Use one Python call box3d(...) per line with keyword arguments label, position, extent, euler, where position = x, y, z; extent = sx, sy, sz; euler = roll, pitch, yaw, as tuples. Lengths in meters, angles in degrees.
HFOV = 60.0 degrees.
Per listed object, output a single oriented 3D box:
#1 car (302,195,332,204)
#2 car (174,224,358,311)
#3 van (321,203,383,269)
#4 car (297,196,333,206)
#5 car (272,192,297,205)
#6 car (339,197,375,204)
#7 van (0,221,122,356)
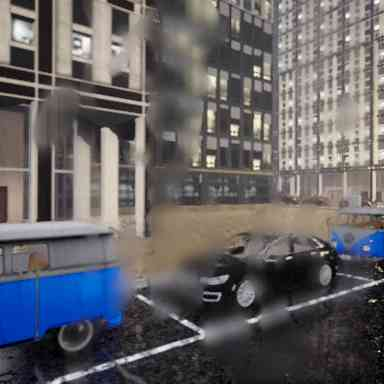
box3d(label="car", position=(20.132, 1.249, 53.688), extent=(1.802, 1.307, 4.206), euler=(2, 0, -36))
box3d(label="car", position=(1.651, 1.582, 7.739), extent=(4.403, 1.369, 2.008), euler=(0, 0, -36))
box3d(label="van", position=(6.250, 1.403, 11.020), extent=(3.998, 1.788, 1.690), euler=(0, 0, -36))
box3d(label="car", position=(16.604, 1.322, 44.225), extent=(1.802, 1.307, 4.206), euler=(2, 0, -36))
box3d(label="car", position=(13.365, 0.948, 48.756), extent=(2.192, 1.841, 5.009), euler=(2, 0, -36))
box3d(label="car", position=(19.856, 1.288, 39.694), extent=(1.967, 1.590, 4.097), euler=(2, 0, -36))
box3d(label="van", position=(-2.947, 1.342, 4.459), extent=(3.998, 1.788, 1.690), euler=(0, 0, -36))
